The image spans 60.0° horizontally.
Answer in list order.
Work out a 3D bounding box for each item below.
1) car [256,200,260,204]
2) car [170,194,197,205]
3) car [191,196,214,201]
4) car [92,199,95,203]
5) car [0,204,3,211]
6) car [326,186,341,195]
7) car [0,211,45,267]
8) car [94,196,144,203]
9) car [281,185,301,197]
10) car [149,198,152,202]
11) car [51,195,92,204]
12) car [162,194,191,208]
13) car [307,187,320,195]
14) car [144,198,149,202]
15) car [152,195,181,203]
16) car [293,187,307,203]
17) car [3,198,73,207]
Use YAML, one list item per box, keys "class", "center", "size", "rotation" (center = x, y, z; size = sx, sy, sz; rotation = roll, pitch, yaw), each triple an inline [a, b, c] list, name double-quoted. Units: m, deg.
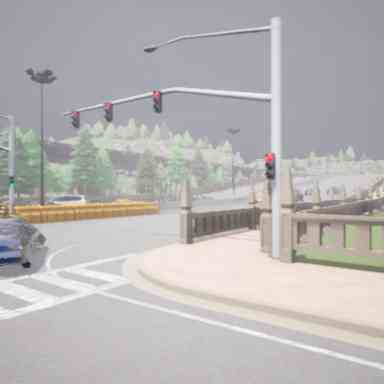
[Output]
- class: "car"
  center: [11.393, 1.036, 52.376]
  size: [1.837, 1.490, 4.892]
  rotation: [0, 4, 36]
- class: "car"
  center: [-1.441, 1.272, 58.719]
  size: [2.033, 1.411, 5.357]
  rotation: [0, 3, 36]
- class: "car"
  center: [1.616, 1.403, 51.008]
  size: [2.128, 1.511, 4.902]
  rotation: [0, 2, 36]
- class: "car"
  center: [-13.128, 1.646, 42.444]
  size: [1.837, 1.490, 4.892]
  rotation: [0, 0, 36]
- class: "car"
  center: [-18.673, 1.619, 34.739]
  size: [1.882, 1.535, 5.008]
  rotation: [0, 0, 36]
- class: "car"
  center: [25.814, -0.358, 60.567]
  size: [2.033, 1.411, 5.357]
  rotation: [0, 6, 35]
- class: "car"
  center: [-6.267, 1.594, 11.236]
  size: [2.033, 1.411, 5.357]
  rotation: [0, 0, -20]
- class: "car"
  center: [-8.097, 1.591, 37.455]
  size: [1.882, 1.535, 5.008]
  rotation: [0, 0, 36]
- class: "car"
  center: [18.675, -0.243, 62.607]
  size: [2.097, 1.767, 4.553]
  rotation: [0, 6, 35]
- class: "car"
  center: [-7.650, 1.597, 50.095]
  size: [2.128, 1.511, 4.902]
  rotation: [0, 1, 36]
- class: "car"
  center: [-13.902, 1.349, 35.376]
  size: [2.150, 2.045, 5.566]
  rotation: [0, 0, 36]
- class: "car"
  center: [-2.343, 1.344, 51.499]
  size: [2.097, 1.767, 4.553]
  rotation: [0, 2, 36]
- class: "car"
  center: [22.161, -0.167, 61.468]
  size: [1.994, 1.385, 4.181]
  rotation: [0, 6, 35]
- class: "car"
  center: [-8.241, 1.479, 43.256]
  size: [2.097, 1.767, 4.553]
  rotation: [0, 0, 35]
- class: "car"
  center: [-2.756, 1.447, 44.906]
  size: [2.097, 1.767, 4.553]
  rotation: [0, 0, 36]
- class: "car"
  center: [15.682, 0.562, 52.367]
  size: [2.150, 2.045, 5.566]
  rotation: [0, 4, 36]
- class: "car"
  center: [-13.646, 1.605, 29.740]
  size: [2.128, 1.511, 4.902]
  rotation: [0, 0, 36]
